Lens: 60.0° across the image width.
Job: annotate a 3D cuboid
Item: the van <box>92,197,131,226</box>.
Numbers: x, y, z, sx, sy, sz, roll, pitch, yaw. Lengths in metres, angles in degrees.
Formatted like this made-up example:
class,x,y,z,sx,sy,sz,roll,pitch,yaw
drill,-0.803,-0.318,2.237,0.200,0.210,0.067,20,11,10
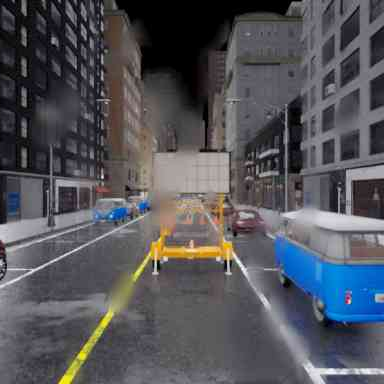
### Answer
class,x,y,z,sx,sy,sz,roll,pitch,yaw
van,-5.674,1.339,23.298,1.690,1.788,3.998,0,0,0

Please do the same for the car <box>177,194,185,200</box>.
class,x,y,z,sx,sy,sz,roll,pitch,yaw
car,-3.013,1.388,71.472,1.812,1.442,4.674,0,0,0

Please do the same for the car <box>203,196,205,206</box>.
class,x,y,z,sx,sy,sz,roll,pitch,yaw
car,2.848,1.440,45.304,1.967,1.590,4.097,0,0,0

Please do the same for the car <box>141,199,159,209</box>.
class,x,y,z,sx,sy,sz,roll,pitch,yaw
car,-5.677,1.582,45.302,1.802,1.307,4.206,0,0,0

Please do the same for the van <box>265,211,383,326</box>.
class,x,y,z,sx,sy,sz,roll,pitch,yaw
van,2.855,1.340,6.794,1.690,1.788,3.998,0,0,0

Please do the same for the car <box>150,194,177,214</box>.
class,x,y,z,sx,sy,sz,roll,pitch,yaw
car,-3.107,1.220,36.349,2.150,2.045,5.566,0,0,0

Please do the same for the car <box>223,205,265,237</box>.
class,x,y,z,sx,sy,sz,roll,pitch,yaw
car,2.853,1.580,17.797,1.802,1.307,4.206,0,0,0

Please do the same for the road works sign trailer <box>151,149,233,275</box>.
class,x,y,z,sx,sy,sz,roll,pitch,yaw
road works sign trailer,-0.001,0.463,10.472,2.380,3.560,2.880,0,0,0

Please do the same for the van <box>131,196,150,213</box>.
class,x,y,z,sx,sy,sz,roll,pitch,yaw
van,-5.676,1.339,34.299,1.690,1.788,3.998,0,0,0

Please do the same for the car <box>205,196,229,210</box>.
class,x,y,z,sx,sy,sz,roll,pitch,yaw
car,2.849,1.313,34.301,2.192,1.841,5.009,0,0,0

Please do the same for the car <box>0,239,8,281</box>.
class,x,y,z,sx,sy,sz,roll,pitch,yaw
car,-5.670,1.439,6.793,1.967,1.590,4.097,0,0,0

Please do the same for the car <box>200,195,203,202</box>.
class,x,y,z,sx,sy,sz,roll,pitch,yaw
car,2.845,1.554,56.306,2.008,1.369,4.403,0,0,0

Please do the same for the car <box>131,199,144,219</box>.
class,x,y,z,sx,sy,sz,roll,pitch,yaw
car,-5.674,1.549,28.798,2.008,1.369,4.403,0,0,0

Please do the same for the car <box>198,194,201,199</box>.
class,x,y,z,sx,sy,sz,roll,pitch,yaw
car,2.843,1.573,67.309,1.947,1.339,4.313,0,0,0

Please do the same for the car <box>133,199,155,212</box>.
class,x,y,z,sx,sy,sz,roll,pitch,yaw
car,-5.677,1.565,39.801,1.947,1.339,4.313,0,0,0

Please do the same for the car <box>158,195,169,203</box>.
class,x,y,z,sx,sy,sz,roll,pitch,yaw
car,-5.683,1.448,67.308,1.967,1.590,4.097,0,0,0

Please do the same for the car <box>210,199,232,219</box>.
class,x,y,z,sx,sy,sz,roll,pitch,yaw
car,2.851,1.580,28.799,1.802,1.307,4.206,0,0,0
